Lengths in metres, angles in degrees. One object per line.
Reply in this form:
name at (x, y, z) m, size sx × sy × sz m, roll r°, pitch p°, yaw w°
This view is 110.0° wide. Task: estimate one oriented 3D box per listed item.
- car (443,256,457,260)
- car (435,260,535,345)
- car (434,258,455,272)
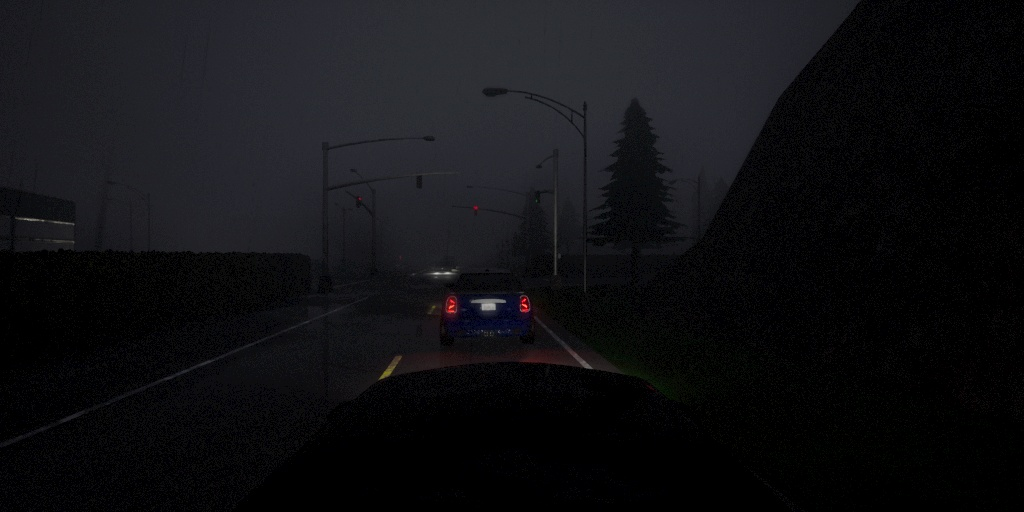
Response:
car at (-9.801, 0.971, 55.459) m, size 2.150 × 2.045 × 5.566 m, roll 0°, pitch 0°, yaw -7°
car at (-0.730, 1.102, 9.739) m, size 2.097 × 1.767 × 4.553 m, roll 0°, pitch 0°, yaw -6°
car at (-8.553, 1.314, 44.818) m, size 1.994 × 1.385 × 4.181 m, roll 0°, pitch 0°, yaw -7°
